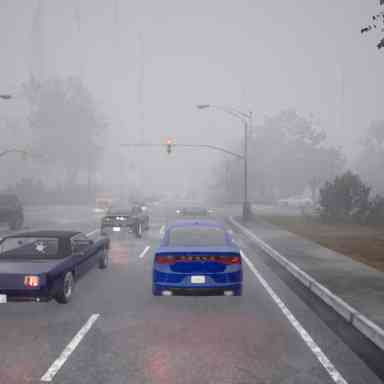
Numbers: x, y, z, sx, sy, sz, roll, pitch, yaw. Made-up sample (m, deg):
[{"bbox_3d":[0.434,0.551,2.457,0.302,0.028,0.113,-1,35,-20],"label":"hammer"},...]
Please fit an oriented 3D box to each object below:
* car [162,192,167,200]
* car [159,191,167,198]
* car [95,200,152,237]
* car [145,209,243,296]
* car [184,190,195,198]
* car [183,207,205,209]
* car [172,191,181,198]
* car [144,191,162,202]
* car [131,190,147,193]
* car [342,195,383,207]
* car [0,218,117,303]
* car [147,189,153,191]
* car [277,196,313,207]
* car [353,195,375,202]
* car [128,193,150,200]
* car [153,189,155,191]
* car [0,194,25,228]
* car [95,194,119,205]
[{"bbox_3d":[-6.969,0.942,72.132,1.994,1.385,4.181,0,1,0],"label":"car"},{"bbox_3d":[-7.433,0.654,86.724,1.882,1.535,5.008,0,1,-3],"label":"car"},{"bbox_3d":[-3.376,1.402,17.322,1.837,1.490,4.892,0,0,0],"label":"car"},{"bbox_3d":[0.113,1.446,8.617,1.882,1.535,5.008,0,0,0],"label":"car"},{"bbox_3d":[-0.354,0.419,85.490,2.150,2.045,5.566,0,1,-4],"label":"car"},{"bbox_3d":[0.124,1.458,17.599,1.994,1.385,4.181,0,0,0],"label":"car"},{"bbox_3d":[-3.851,0.737,85.355,2.033,1.411,5.357,0,1,-4],"label":"car"},{"bbox_3d":[-6.997,0.999,60.045,1.882,1.535,5.008,0,0,0],"label":"car"},{"bbox_3d":[-10.481,0.713,62.829,2.150,2.045,5.566,0,1,0],"label":"car"},{"bbox_3d":[22.471,1.174,43.359,4.892,1.490,1.837,0,1,-3],"label":"car"},{"bbox_3d":[-3.388,1.573,8.070,1.895,1.301,4.718,0,0,0],"label":"car"},{"bbox_3d":[-10.501,0.714,74.530,2.097,1.767,4.553,0,1,-1],"label":"car"},{"bbox_3d":[13.283,1.200,42.851,4.674,1.442,1.812,0,1,-3],"label":"car"},{"bbox_3d":[19.538,1.212,35.974,5.008,1.535,1.882,0,0,-3],"label":"car"},{"bbox_3d":[-7.040,1.233,43.510,1.994,1.385,4.181,0,0,0],"label":"car"},{"bbox_3d":[-11.101,-0.021,89.480,2.150,2.045,5.566,0,1,-4],"label":"car"},{"bbox_3d":[-10.577,1.124,16.662,2.150,2.045,5.566,0,0,0],"label":"car"},{"bbox_3d":[-10.542,1.036,41.701,2.097,1.767,4.553,0,1,0],"label":"car"}]
